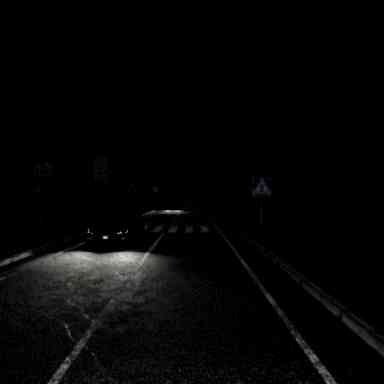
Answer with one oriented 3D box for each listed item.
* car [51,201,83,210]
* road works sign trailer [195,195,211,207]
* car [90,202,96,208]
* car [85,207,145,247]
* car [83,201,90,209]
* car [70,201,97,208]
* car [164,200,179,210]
[{"bbox_3d":[-21.801,2.316,57.191,4.674,1.452,2.002,0,-1,0],"label":"car"},{"bbox_3d":[2.594,2.292,77.441,3.560,2.880,2.380,-4,43,-44],"label":"road works sign trailer"},{"bbox_3d":[-21.781,2.405,63.740,5.008,1.535,2.097,0,-1,0],"label":"car"},{"bbox_3d":[-3.333,1.537,15.212,1.837,1.490,4.892,0,-1,0],"label":"car"},{"bbox_3d":[-21.784,2.342,60.467,4.892,1.521,2.231,0,-1,0],"label":"car"},{"bbox_3d":[-21.759,2.508,66.887,4.674,1.452,2.002,0,-1,0],"label":"car"},{"bbox_3d":[-3.161,2.413,56.300,1.895,1.301,4.718,0,-1,1],"label":"car"}]
